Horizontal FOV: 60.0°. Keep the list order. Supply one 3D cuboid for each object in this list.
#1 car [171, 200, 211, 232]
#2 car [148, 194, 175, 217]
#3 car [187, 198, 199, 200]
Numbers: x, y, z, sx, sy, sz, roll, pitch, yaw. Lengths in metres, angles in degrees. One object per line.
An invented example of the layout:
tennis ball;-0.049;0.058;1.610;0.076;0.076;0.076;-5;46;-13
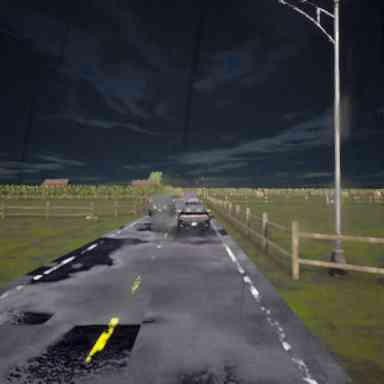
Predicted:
car;0.107;1.469;19.913;2.128;1.511;4.902;0;0;0
car;-2.723;1.204;31.053;2.150;2.045;5.566;0;0;0
car;0.126;1.430;39.088;1.882;1.535;5.008;0;0;0
